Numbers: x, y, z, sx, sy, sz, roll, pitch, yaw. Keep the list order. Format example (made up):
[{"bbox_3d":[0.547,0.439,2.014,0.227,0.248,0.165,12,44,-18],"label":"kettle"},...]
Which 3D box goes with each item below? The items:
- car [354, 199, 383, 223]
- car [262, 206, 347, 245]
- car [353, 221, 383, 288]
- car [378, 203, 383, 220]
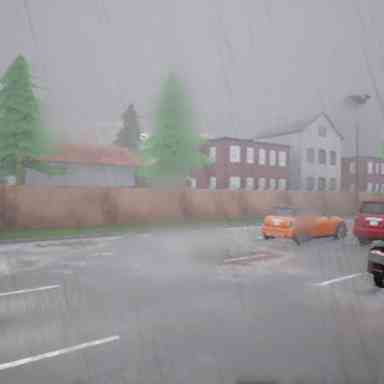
[{"bbox_3d":[9.391,1.344,14.739,5.566,2.045,2.150,0,0,-35],"label":"car"},{"bbox_3d":[5.579,1.458,16.320,4.553,1.767,2.097,1,0,-35],"label":"car"},{"bbox_3d":[6.215,1.565,8.175,4.902,1.511,2.128,1,0,-35],"label":"car"},{"bbox_3d":[18.989,1.755,30.179,4.892,1.490,1.837,0,0,-35],"label":"car"}]
